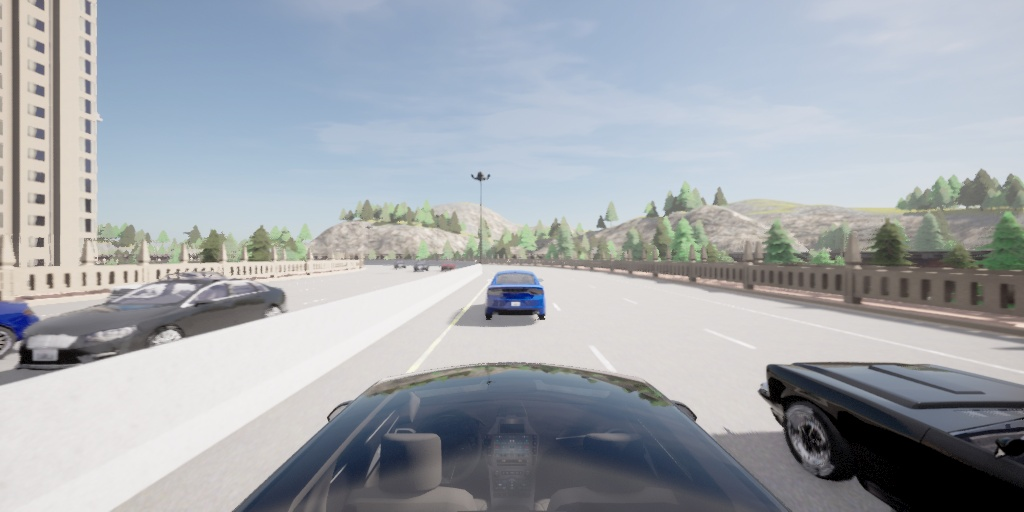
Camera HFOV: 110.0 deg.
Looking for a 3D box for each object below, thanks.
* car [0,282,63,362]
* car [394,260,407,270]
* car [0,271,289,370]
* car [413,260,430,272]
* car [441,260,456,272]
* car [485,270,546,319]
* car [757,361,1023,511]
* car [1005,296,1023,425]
[{"bbox_3d":[-10.598,1.277,5.392,1.812,1.442,4.674,0,0,0],"label":"car"},{"bbox_3d":[-18.018,1.393,58.006,2.128,1.511,4.902,0,0,-16],"label":"car"},{"bbox_3d":[-7.096,1.243,7.901,2.128,1.511,4.902,0,0,0],"label":"car"},{"bbox_3d":[-12.020,1.334,47.799,2.128,1.511,4.902,0,0,-10],"label":"car"},{"bbox_3d":[-8.764,1.324,49.449,1.882,1.535,5.008,0,0,-10],"label":"car"},{"bbox_3d":[0.107,1.233,12.804,1.882,1.535,5.008,0,0,0],"label":"car"},{"bbox_3d":[3.600,1.350,1.737,1.895,1.301,4.718,0,0,0],"label":"car"},{"bbox_3d":[7.100,1.241,1.942,2.128,1.511,4.902,0,0,0],"label":"car"}]
